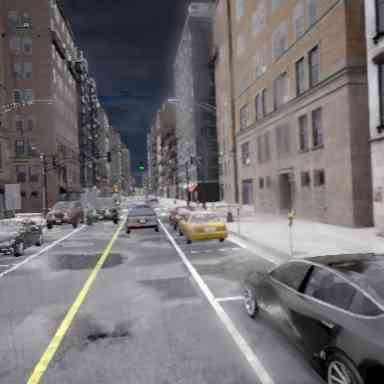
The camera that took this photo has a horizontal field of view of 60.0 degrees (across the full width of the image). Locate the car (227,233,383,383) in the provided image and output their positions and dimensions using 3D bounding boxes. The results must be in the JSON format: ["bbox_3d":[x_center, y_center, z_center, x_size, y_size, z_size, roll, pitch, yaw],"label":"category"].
[{"bbox_3d":[2.034,1.454,4.403,1.947,1.339,4.313,-3,0,-9],"label":"car"}]

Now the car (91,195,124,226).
[{"bbox_3d":[-6.736,1.399,25.739,2.150,2.045,5.566,-3,0,-9],"label":"car"}]

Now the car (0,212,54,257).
[{"bbox_3d":[-7.549,1.823,13.881,2.008,1.369,4.403,-3,0,-9],"label":"car"}]

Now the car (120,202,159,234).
[{"bbox_3d":[-2.990,1.585,20.061,2.033,1.411,5.357,-3,0,-8],"label":"car"}]

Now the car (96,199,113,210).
[{"bbox_3d":[-13.261,1.896,50.729,2.008,1.369,4.403,-3,0,-9],"label":"car"}]

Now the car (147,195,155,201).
[{"bbox_3d":[-11.187,1.597,89.680,2.008,1.369,4.403,-3,0,-9],"label":"car"}]

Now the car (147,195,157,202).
[{"bbox_3d":[-9.521,1.470,78.900,1.967,1.590,4.097,-3,0,-9],"label":"car"}]

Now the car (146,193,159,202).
[{"bbox_3d":[-7.849,1.453,68.119,1.967,1.590,4.097,-3,0,-9],"label":"car"}]

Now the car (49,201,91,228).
[{"bbox_3d":[-9.218,1.609,24.577,2.192,1.841,5.009,-3,0,-9],"label":"car"}]

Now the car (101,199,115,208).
[{"bbox_3d":[-14.097,1.900,56.119,1.887,1.381,4.507,-3,0,-9],"label":"car"}]

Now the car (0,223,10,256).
[{"bbox_3d":[-6.720,1.812,8.532,2.008,1.369,4.403,-3,0,-9],"label":"car"}]

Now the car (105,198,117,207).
[{"bbox_3d":[-14.907,1.889,61.341,1.752,1.417,4.829,-3,0,-9],"label":"car"}]

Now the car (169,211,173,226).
[{"bbox_3d":[-0.453,1.504,20.450,1.802,1.307,4.206,-3,0,-9],"label":"car"}]

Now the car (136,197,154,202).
[{"bbox_3d":[-5.310,1.600,35.029,1.812,1.442,4.674,-2,0,-8],"label":"car"}]

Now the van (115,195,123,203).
[{"bbox_3d":[-18.284,1.739,83.066,1.690,1.788,3.998,-3,0,-9],"label":"van"}]

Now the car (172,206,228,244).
[{"bbox_3d":[0.348,1.437,15.269,1.752,1.417,4.829,-3,0,-9],"label":"car"}]

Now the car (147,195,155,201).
[{"bbox_3d":[-10.352,1.583,84.290,1.887,1.381,4.507,-3,0,-9],"label":"car"}]
